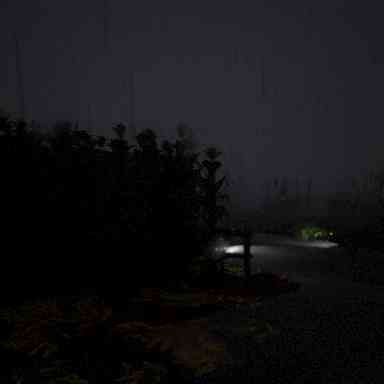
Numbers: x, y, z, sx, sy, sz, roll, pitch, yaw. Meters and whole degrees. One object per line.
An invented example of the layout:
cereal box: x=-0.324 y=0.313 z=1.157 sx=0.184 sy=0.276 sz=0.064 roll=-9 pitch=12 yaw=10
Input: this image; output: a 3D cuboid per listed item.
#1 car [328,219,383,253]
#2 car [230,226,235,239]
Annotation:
car: x=7.411 y=1.585 z=11.519 sx=2.033 sy=1.411 sz=5.357 roll=0 pitch=0 yaw=-26
car: x=-0.292 y=1.575 z=16.147 sx=2.033 sy=1.411 sz=5.357 roll=0 pitch=0 yaw=-36
